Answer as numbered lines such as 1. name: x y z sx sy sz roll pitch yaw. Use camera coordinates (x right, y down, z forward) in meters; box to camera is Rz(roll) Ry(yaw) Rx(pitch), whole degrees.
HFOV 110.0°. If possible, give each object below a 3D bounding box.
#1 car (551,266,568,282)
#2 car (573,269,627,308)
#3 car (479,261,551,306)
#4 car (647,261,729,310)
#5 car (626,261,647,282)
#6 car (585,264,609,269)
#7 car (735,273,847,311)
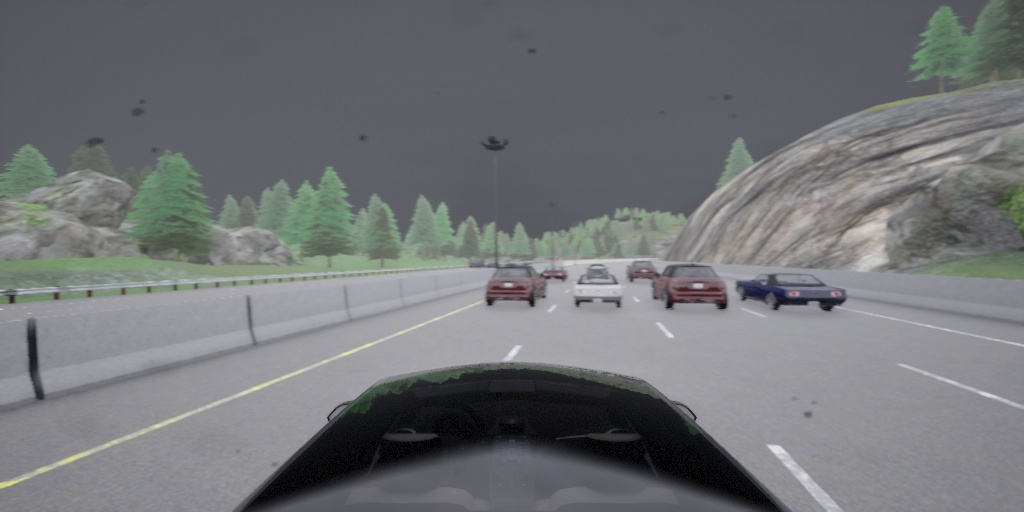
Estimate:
1. car: 3.801 1.520 31.127 1.895 1.301 4.718 -1 0 13
2. car: 3.753 1.406 15.725 1.895 1.301 4.718 -1 0 13
3. car: 0.339 1.206 16.509 2.097 1.767 4.553 -1 -1 13
4. car: 7.150 1.104 14.897 2.097 1.767 4.553 -1 -1 13
5. car: 10.605 1.167 29.498 2.097 1.767 4.553 -1 -1 13
6. car: 7.270 1.395 30.581 1.812 1.442 4.674 -1 0 13
7. car: 10.564 1.304 14.113 1.895 1.301 4.718 -1 0 13
